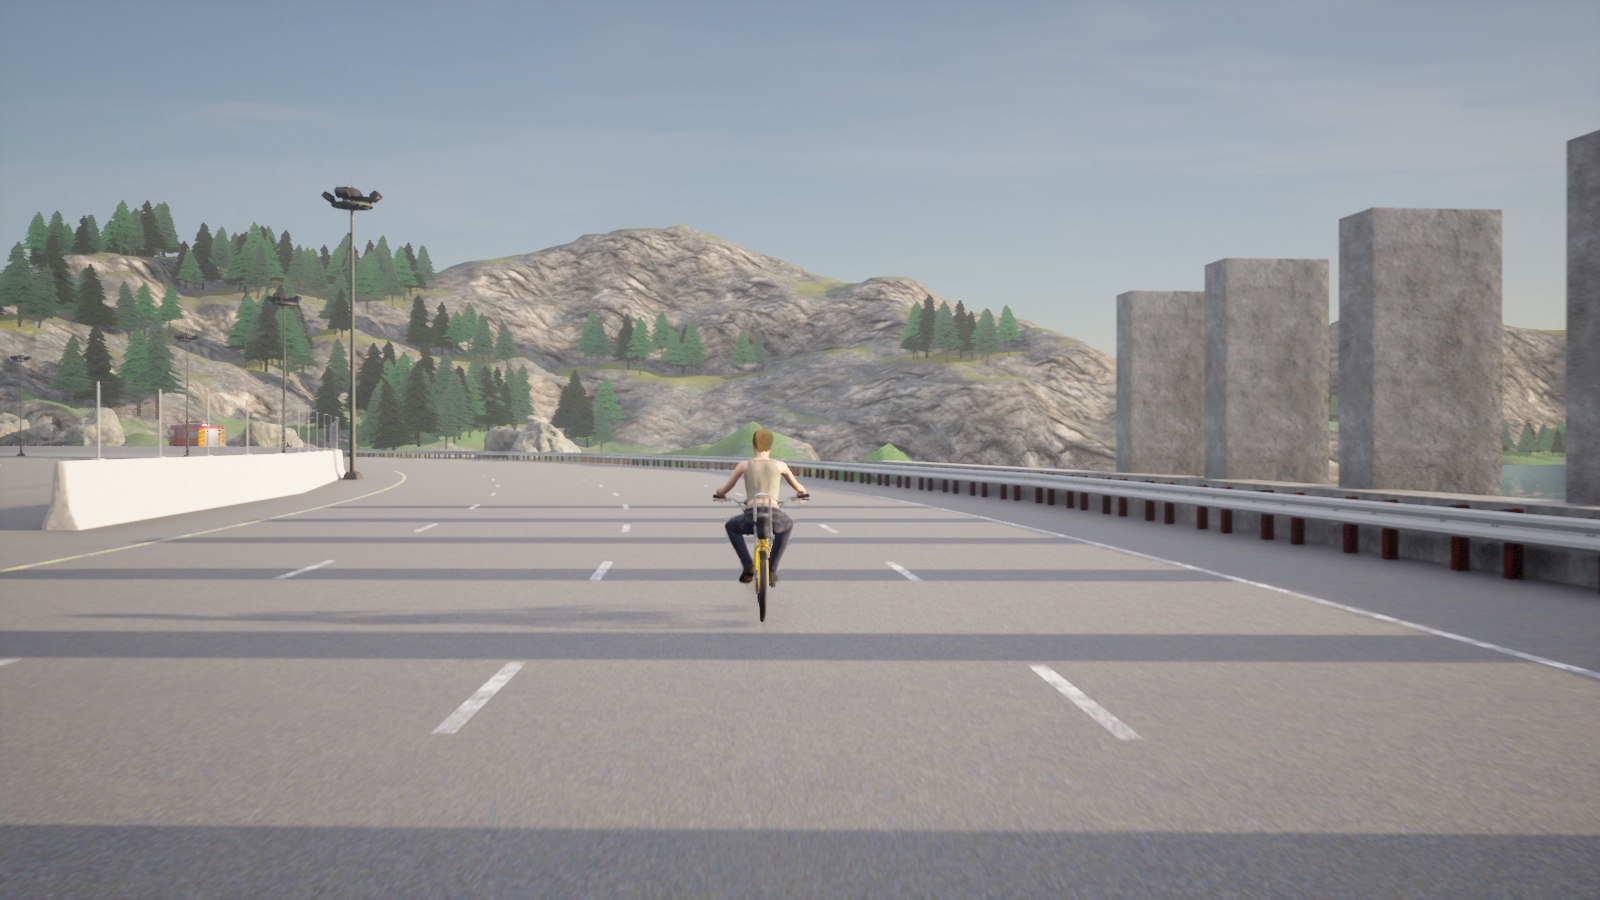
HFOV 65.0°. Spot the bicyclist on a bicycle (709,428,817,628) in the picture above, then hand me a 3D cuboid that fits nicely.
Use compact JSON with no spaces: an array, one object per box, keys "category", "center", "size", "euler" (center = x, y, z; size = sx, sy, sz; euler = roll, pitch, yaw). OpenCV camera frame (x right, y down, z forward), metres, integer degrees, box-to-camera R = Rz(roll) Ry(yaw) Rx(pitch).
[{"category":"bicyclist on a bicycle","center":[-0.335,0.622,10.880],"size":[0.866,1.612,1.509],"euler":[0,0,-3]}]
